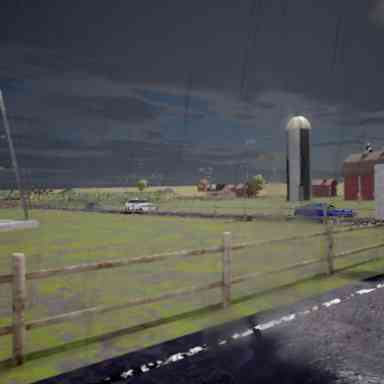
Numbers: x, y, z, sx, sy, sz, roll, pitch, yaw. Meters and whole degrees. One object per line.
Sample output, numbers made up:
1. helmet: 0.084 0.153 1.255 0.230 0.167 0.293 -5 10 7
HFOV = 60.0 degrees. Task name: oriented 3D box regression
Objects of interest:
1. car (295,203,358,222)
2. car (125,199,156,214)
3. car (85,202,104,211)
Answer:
1. car: 11.208 1.686 28.008 5.008 1.535 1.882 0 1 45
2. car: -7.419 1.984 47.728 2.150 2.045 5.566 -2 0 -42
3. car: -17.475 2.580 59.327 1.812 1.442 4.674 -2 0 -40
